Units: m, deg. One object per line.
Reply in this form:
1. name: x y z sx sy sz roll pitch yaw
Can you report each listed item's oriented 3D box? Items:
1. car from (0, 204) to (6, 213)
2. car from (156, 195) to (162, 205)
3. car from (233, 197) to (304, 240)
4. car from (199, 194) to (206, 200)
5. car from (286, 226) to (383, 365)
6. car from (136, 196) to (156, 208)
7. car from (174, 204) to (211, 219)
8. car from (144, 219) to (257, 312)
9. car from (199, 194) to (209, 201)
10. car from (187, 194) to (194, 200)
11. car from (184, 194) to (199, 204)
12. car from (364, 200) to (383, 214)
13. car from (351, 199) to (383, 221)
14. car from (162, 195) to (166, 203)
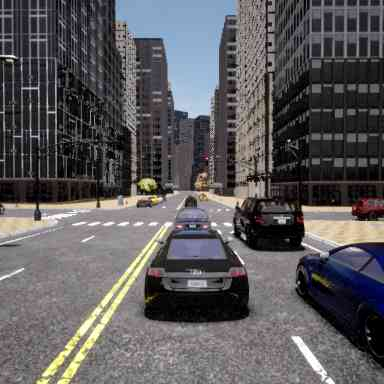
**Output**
1. car: -19.946 1.345 30.948 4.892 1.490 1.837 1 1 1
2. car: -6.847 1.433 57.117 1.882 1.535 5.008 0 0 0
3. car: 3.305 1.213 15.244 2.150 2.045 5.566 0 0 -2
4. car: 2.837 1.242 89.079 1.837 1.490 4.892 0 0 0
5. car: 3.334 1.561 5.823 1.994 1.385 4.181 0 0 -1
6. car: -6.813 1.529 48.188 1.994 1.385 4.181 0 0 0
7. car: 0.022 1.538 17.014 2.033 1.411 5.357 0 0 0
8. car: 0.066 1.560 7.793 1.994 1.385 4.181 0 0 -1
9. car: 2.886 1.396 78.661 1.882 1.535 5.008 0 0 0
10. car: -0.410 1.389 88.232 1.882 1.535 5.008 0 0 0
11. car: -0.164 1.465 53.094 1.837 1.490 4.892 0 0 0
12. car: 21.643 1.643 36.245 4.829 1.417 1.752 1 0 1
13. car: 16.073 1.520 27.933 5.009 1.841 2.192 1 0 1
14. car: -6.838 1.469 66.565 1.812 1.442 4.674 0 0 0
